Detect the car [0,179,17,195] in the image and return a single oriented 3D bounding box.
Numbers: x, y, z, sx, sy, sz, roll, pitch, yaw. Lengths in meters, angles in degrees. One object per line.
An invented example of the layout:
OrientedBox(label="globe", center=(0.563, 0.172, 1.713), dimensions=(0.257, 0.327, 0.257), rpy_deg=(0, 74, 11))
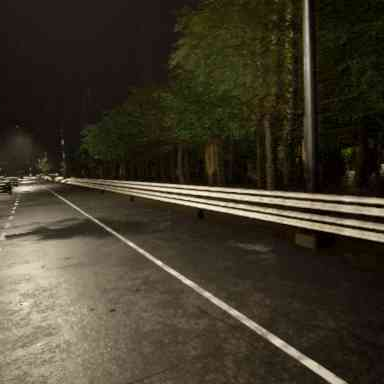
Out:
OrientedBox(label="car", center=(-22.479, -0.416, 39.518), dimensions=(2.128, 1.511, 4.902), rpy_deg=(-5, 5, -26))

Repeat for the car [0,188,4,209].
OrientedBox(label="car", center=(-13.083, 0.563, 20.612), dimensions=(1.837, 1.490, 4.892), rpy_deg=(-5, 5, -26))

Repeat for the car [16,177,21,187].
OrientedBox(label="car", center=(-35.811, -1.685, 66.366), dimensions=(2.033, 1.411, 5.357), rpy_deg=(-5, 5, -26))
